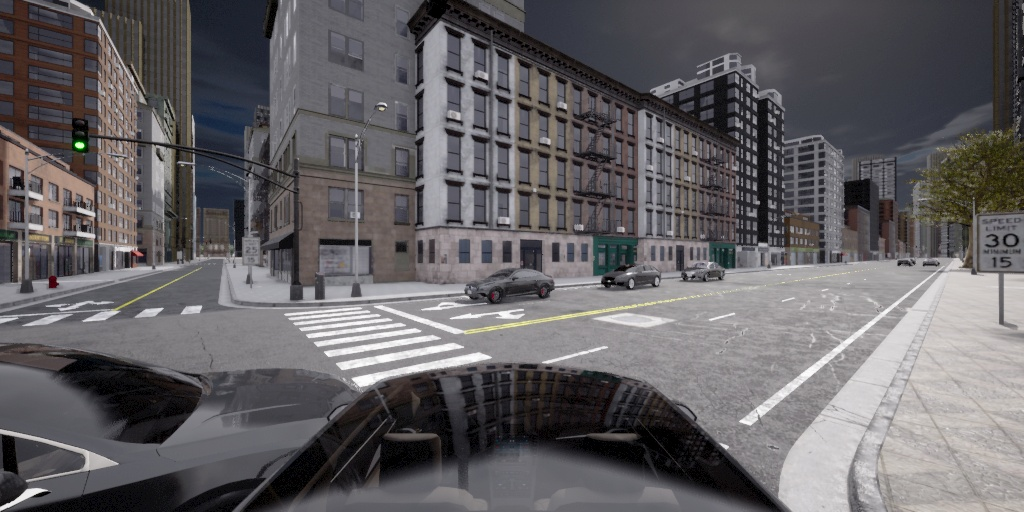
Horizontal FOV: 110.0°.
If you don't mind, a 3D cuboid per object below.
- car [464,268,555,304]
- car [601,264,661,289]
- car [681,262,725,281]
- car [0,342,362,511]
[{"bbox_3d":[0.000,1.287,16.775,4.674,1.442,1.812,0,0,-39],"label":"car"},{"bbox_3d":[7.706,1.259,22.982,4.892,1.490,1.837,0,0,-39],"label":"car"},{"bbox_3d":[15.731,1.237,29.434,4.902,1.511,2.128,0,0,-39],"label":"car"},{"bbox_3d":[-3.218,1.257,1.811,4.892,1.490,1.837,0,0,-34],"label":"car"}]
